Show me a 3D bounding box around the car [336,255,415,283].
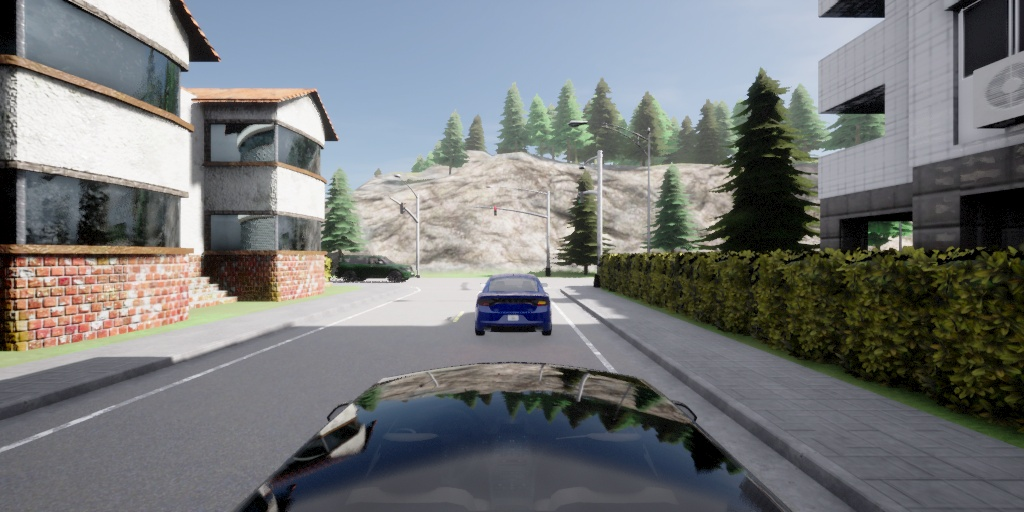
[{"bbox_3d":[-10.258,0.973,27.014,5.566,2.045,2.150,0,0,1],"label":"car"}]

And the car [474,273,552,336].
[{"bbox_3d":[0.047,1.228,10.459,1.882,1.535,5.008,0,0,0],"label":"car"}]
